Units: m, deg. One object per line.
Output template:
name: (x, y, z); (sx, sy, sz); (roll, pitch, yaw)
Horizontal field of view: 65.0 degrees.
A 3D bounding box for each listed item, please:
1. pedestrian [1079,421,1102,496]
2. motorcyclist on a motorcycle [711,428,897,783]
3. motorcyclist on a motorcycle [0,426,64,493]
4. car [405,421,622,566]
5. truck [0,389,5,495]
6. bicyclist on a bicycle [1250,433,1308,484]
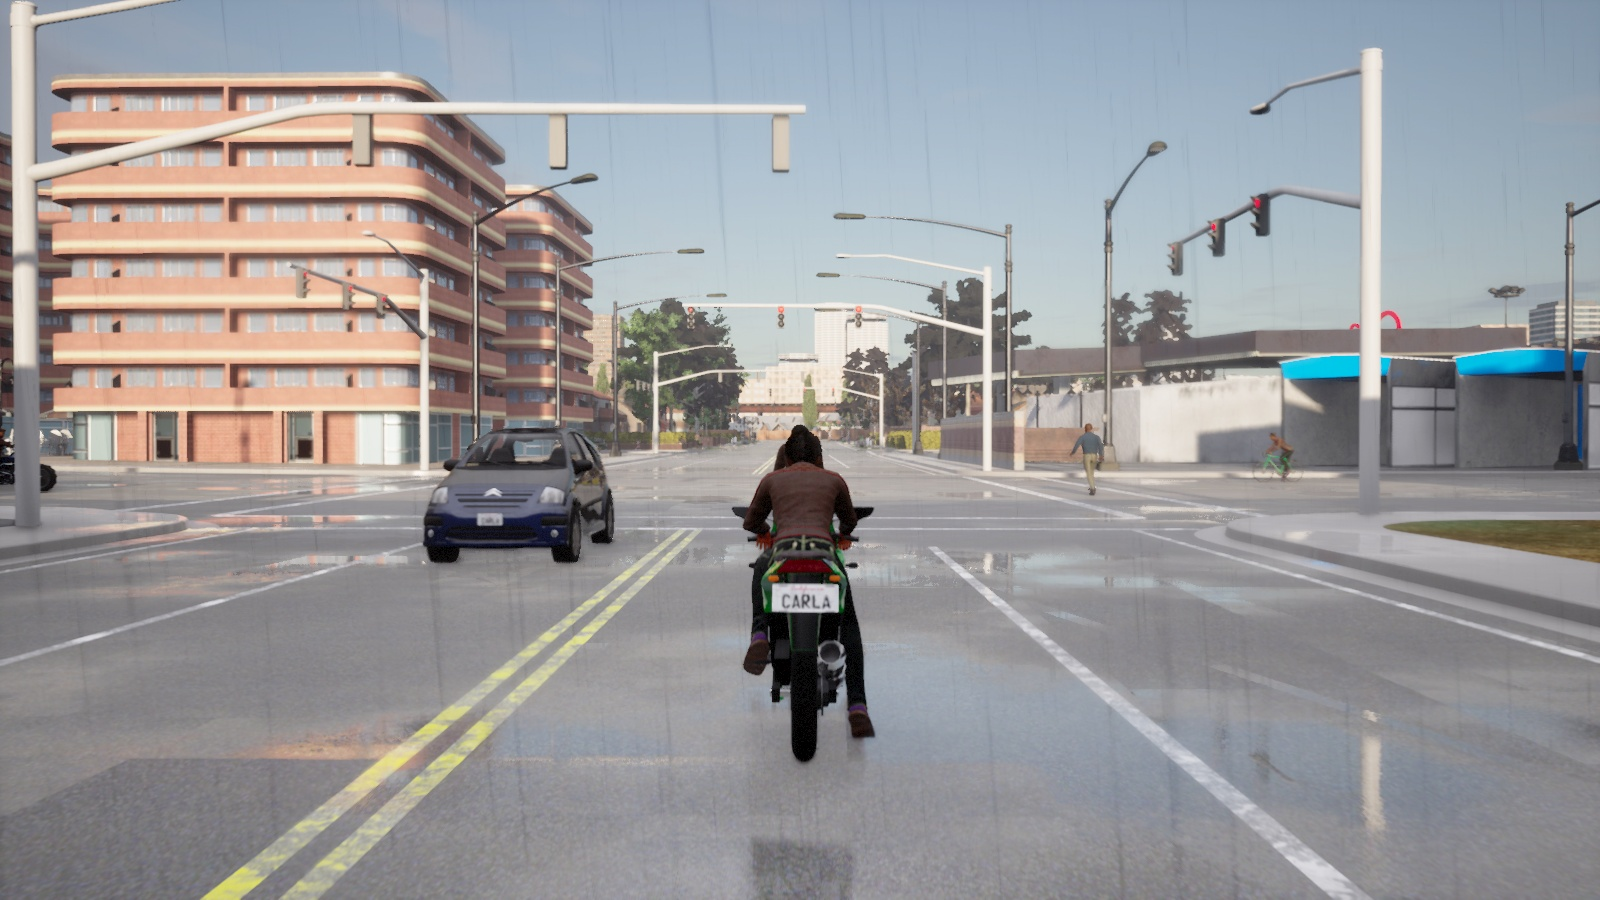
pedestrian: (7.254, 0.203, 31.388); (0.370, 1.835, 0.726); (0, 1, -2)
motorcyclist on a motorcycle: (0.018, 0.658, 6.415); (0.797, 1.523, 2.044); (0, 1, 0)
motorcyclist on a motorcycle: (-19.909, 0.215, 31.570); (2.350, 1.649, 0.766); (1, 1, 0)
car: (-3.483, 0.467, 16.007); (1.851, 1.617, 3.988); (0, 1, 0)
truck: (-21.268, -0.200, 28.151); (5.204, 2.467, 2.627); (1, 1, 1)
bicyclist on a bicycle: (15.547, 0.269, 40.778); (1.656, 1.620, 0.582); (0, 1, 1)
